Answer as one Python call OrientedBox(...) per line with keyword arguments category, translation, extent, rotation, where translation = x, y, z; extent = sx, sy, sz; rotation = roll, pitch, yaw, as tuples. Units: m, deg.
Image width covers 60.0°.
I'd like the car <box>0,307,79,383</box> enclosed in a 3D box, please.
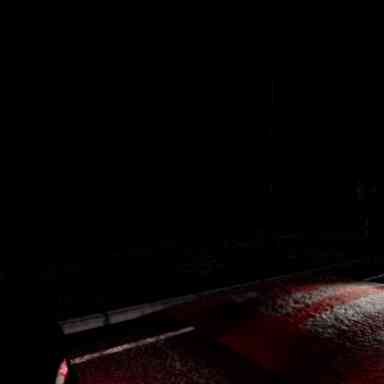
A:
OrientedBox(category="car", translation=(-3.054, 1.474, 1.502), extent=(4.902, 1.511, 2.128), rotation=(1, 0, -36))
